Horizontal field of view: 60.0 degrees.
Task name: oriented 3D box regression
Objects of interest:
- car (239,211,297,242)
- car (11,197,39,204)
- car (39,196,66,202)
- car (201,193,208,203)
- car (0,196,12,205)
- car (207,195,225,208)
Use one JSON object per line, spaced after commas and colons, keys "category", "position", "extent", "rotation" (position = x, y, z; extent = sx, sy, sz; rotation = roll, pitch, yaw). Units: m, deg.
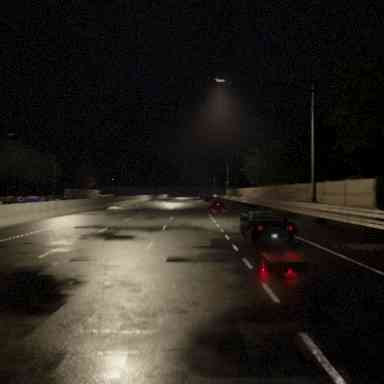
{"category": "car", "position": [3.498, 1.571, 16.264], "extent": [1.895, 1.301, 4.718], "rotation": [0, 0, 0]}
{"category": "car", "position": [-21.071, 1.477, 43.625], "extent": [1.882, 1.535, 5.008], "rotation": [0, 0, 0]}
{"category": "car", "position": [-17.577, 1.565, 43.128], "extent": [1.994, 1.385, 4.181], "rotation": [0, 0, 0]}
{"category": "car", "position": [3.487, 1.495, 72.374], "extent": [1.882, 1.535, 5.008], "rotation": [0, 0, 0]}
{"category": "car", "position": [-24.571, 1.351, 43.425], "extent": [2.097, 1.767, 4.553], "rotation": [0, 0, 0]}
{"category": "car", "position": [3.491, 1.530, 47.009], "extent": [1.812, 1.442, 4.674], "rotation": [0, 0, 0]}
